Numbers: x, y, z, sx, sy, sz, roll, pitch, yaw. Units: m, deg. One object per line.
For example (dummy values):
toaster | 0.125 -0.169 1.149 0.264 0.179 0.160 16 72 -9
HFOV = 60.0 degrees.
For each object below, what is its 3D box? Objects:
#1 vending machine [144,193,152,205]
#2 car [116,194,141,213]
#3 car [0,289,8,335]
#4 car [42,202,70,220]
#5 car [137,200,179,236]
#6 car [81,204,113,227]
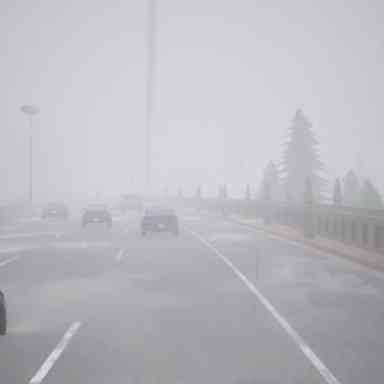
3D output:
vending machine | -7.416 1.142 55.820 1.100 2.100 0.880 0 0 -30
car | -6.882 1.186 36.150 2.150 2.045 5.566 0 0 -20
car | -3.642 1.356 2.896 2.097 1.767 4.553 0 0 -2
car | -11.691 1.559 28.675 1.994 1.385 4.181 0 0 -17
car | -1.880 1.440 18.319 1.882 1.535 5.008 0 0 -10
car | -6.356 1.501 22.445 1.812 1.442 4.674 0 0 -13
